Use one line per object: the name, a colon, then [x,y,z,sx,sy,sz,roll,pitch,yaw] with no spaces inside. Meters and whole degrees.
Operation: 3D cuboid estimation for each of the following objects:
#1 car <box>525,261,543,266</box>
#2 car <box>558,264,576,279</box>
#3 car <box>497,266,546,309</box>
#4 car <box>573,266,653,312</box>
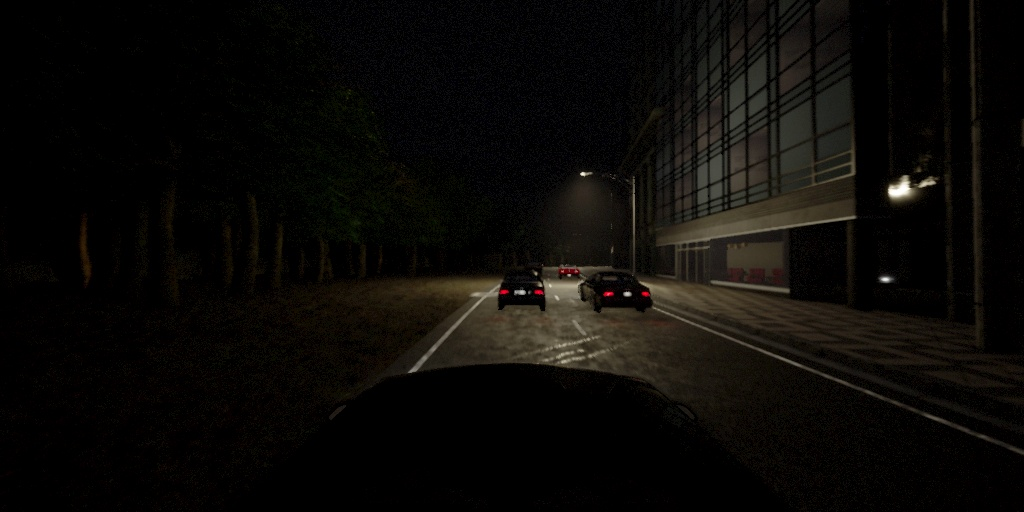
car: [2.421,1.342,39.708,1.882,1.535,5.008,0,0,7]
car: [5.330,1.437,34.137,1.895,1.301,4.718,0,0,6]
car: [0.436,1.304,14.848,2.033,1.411,5.357,0,0,3]
car: [3.903,1.314,14.314,2.033,1.411,5.357,0,0,2]
